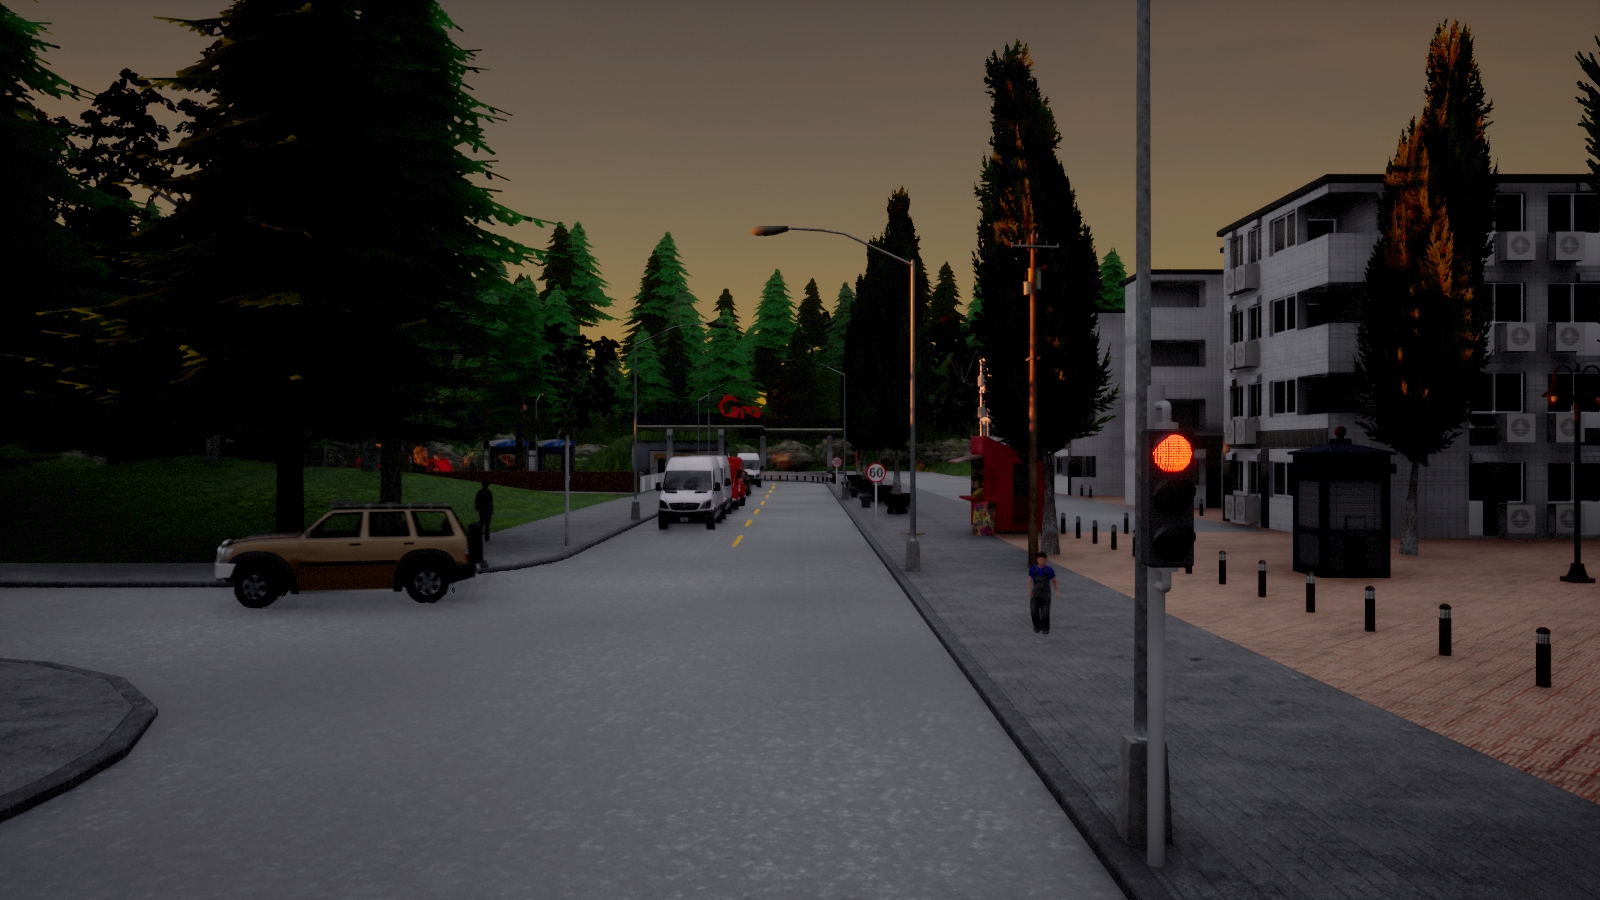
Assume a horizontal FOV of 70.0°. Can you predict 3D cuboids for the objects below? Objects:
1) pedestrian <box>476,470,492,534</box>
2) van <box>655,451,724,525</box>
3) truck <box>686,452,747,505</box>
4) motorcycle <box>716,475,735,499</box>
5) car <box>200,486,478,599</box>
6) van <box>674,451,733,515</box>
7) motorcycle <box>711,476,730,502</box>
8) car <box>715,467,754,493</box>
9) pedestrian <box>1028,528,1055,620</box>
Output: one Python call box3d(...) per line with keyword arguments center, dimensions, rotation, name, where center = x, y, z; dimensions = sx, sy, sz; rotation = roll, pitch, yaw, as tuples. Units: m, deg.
box3d(center=(-9.294, 1.520, 33.632), dimensions=(0.375, 1.860, 0.375), rotation=(0, 0, 0), name="pedestrian")
box3d(center=(-4.013, 1.307, 42.390), dimensions=(1.988, 2.561, 5.915), rotation=(0, 0, 0), name="van")
box3d(center=(-3.995, 1.339, 55.631), dimensions=(2.627, 2.467, 5.204), rotation=(0, 0, 0), name="truck")
box3d(center=(-3.988, 1.975, 61.268), dimensions=(0.867, 1.251, 2.209), rotation=(0, 0, 0), name="motorcycle")
box3d(center=(-8.385, 1.641, 21.240), dimensions=(4.605, 1.855, 1.932), rotation=(0, 0, -15), name="car")
box3d(center=(-4.007, 1.306, 48.327), dimensions=(1.988, 2.561, 5.915), rotation=(0, 0, 0), name="van")
box3d(center=(-3.975, 1.953, 57.177), dimensions=(0.856, 1.236, 1.805), rotation=(0, 0, 0), name="motorcycle")
box3d(center=(-3.975, 1.816, 70.543), dimensions=(2.128, 1.511, 4.902), rotation=(0, 0, 0), name="car")
box3d(center=(3.534, 1.801, 16.692), dimensions=(0.375, 1.300, 0.375), rotation=(0, 0, 14), name="pedestrian")
